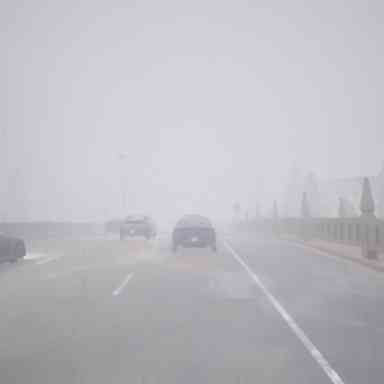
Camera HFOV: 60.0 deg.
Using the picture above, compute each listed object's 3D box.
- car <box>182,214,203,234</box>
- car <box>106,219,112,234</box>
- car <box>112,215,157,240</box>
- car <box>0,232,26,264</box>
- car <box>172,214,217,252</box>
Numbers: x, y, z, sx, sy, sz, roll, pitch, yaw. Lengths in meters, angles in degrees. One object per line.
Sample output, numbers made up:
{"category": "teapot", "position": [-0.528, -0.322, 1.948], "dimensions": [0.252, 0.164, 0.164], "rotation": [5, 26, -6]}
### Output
{"category": "car", "position": [0.088, 3.564, 37.131], "dimensions": [2.150, 2.045, 5.566], "rotation": [0, -6, 0]}
{"category": "car", "position": [-6.910, 3.255, 32.119], "dimensions": [1.882, 1.535, 5.008], "rotation": [0, -6, 0]}
{"category": "car", "position": [-3.407, 2.269, 21.653], "dimensions": [2.128, 1.511, 4.902], "rotation": [0, -4, 0]}
{"category": "car", "position": [-6.903, 1.716, 10.160], "dimensions": [1.994, 1.385, 4.181], "rotation": [0, -2, 0]}
{"category": "car", "position": [0.095, 1.875, 15.802], "dimensions": [1.882, 1.535, 5.008], "rotation": [0, -3, 0]}
